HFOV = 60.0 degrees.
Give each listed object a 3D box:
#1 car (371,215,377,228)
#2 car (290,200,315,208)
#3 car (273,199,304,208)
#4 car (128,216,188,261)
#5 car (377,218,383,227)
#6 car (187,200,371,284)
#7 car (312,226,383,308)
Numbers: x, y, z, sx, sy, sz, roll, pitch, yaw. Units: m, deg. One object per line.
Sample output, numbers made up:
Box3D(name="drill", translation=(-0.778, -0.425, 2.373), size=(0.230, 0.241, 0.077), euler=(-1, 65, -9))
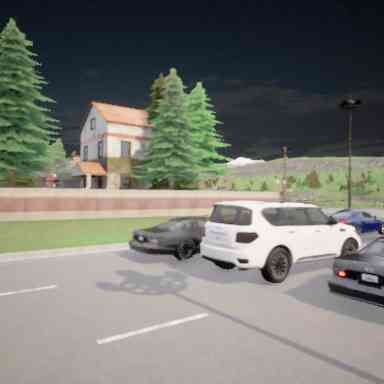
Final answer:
Box3D(name="car", translation=(9.327, 1.734, 19.063), size=(4.674, 1.442, 1.812), euler=(1, 0, -36))
Box3D(name="car", translation=(20.640, 2.159, 62.339), size=(1.994, 1.385, 4.181), euler=(1, 0, -36))
Box3D(name="car", translation=(17.556, 2.103, 60.593), size=(2.033, 1.411, 5.357), euler=(1, 0, -35))
Box3D(name="car", translation=(0.333, 1.632, 12.608), size=(5.357, 1.411, 2.033), euler=(1, 0, -36))
Box3D(name="car", translation=(11.345, 1.686, 16.204), size=(5.008, 1.535, 1.882), euler=(1, 0, -36))
Box3D(name="car", translation=(2.847, 1.309, 10.111), size=(5.566, 2.045, 2.150), euler=(1, -1, -36))
Box3D(name="car", translation=(5.264, 1.644, 7.534), size=(5.357, 1.411, 2.033), euler=(1, 0, -36))
